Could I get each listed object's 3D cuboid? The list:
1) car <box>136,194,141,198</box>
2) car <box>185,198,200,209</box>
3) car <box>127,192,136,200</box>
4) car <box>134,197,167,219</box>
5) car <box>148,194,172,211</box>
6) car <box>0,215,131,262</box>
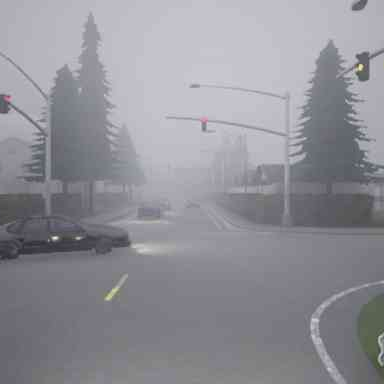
[{"bbox_3d":[-16.230,1.314,87.536,3.806,1.475,1.970,0,0,-1],"label":"car"},{"bbox_3d":[0.077,1.523,45.060,2.033,1.411,5.357,0,0,0],"label":"car"},{"bbox_3d":[-16.819,1.032,84.207,3.866,1.878,1.905,0,0,-1],"label":"car"},{"bbox_3d":[-3.604,1.462,29.619,1.882,1.535,5.008,0,0,0],"label":"car"},{"bbox_3d":[-3.605,1.331,39.773,2.097,1.767,4.553,0,0,0],"label":"car"},{"bbox_3d":[-4.996,1.532,11.949,5.357,1.411,2.033,0,0,-23],"label":"car"}]
